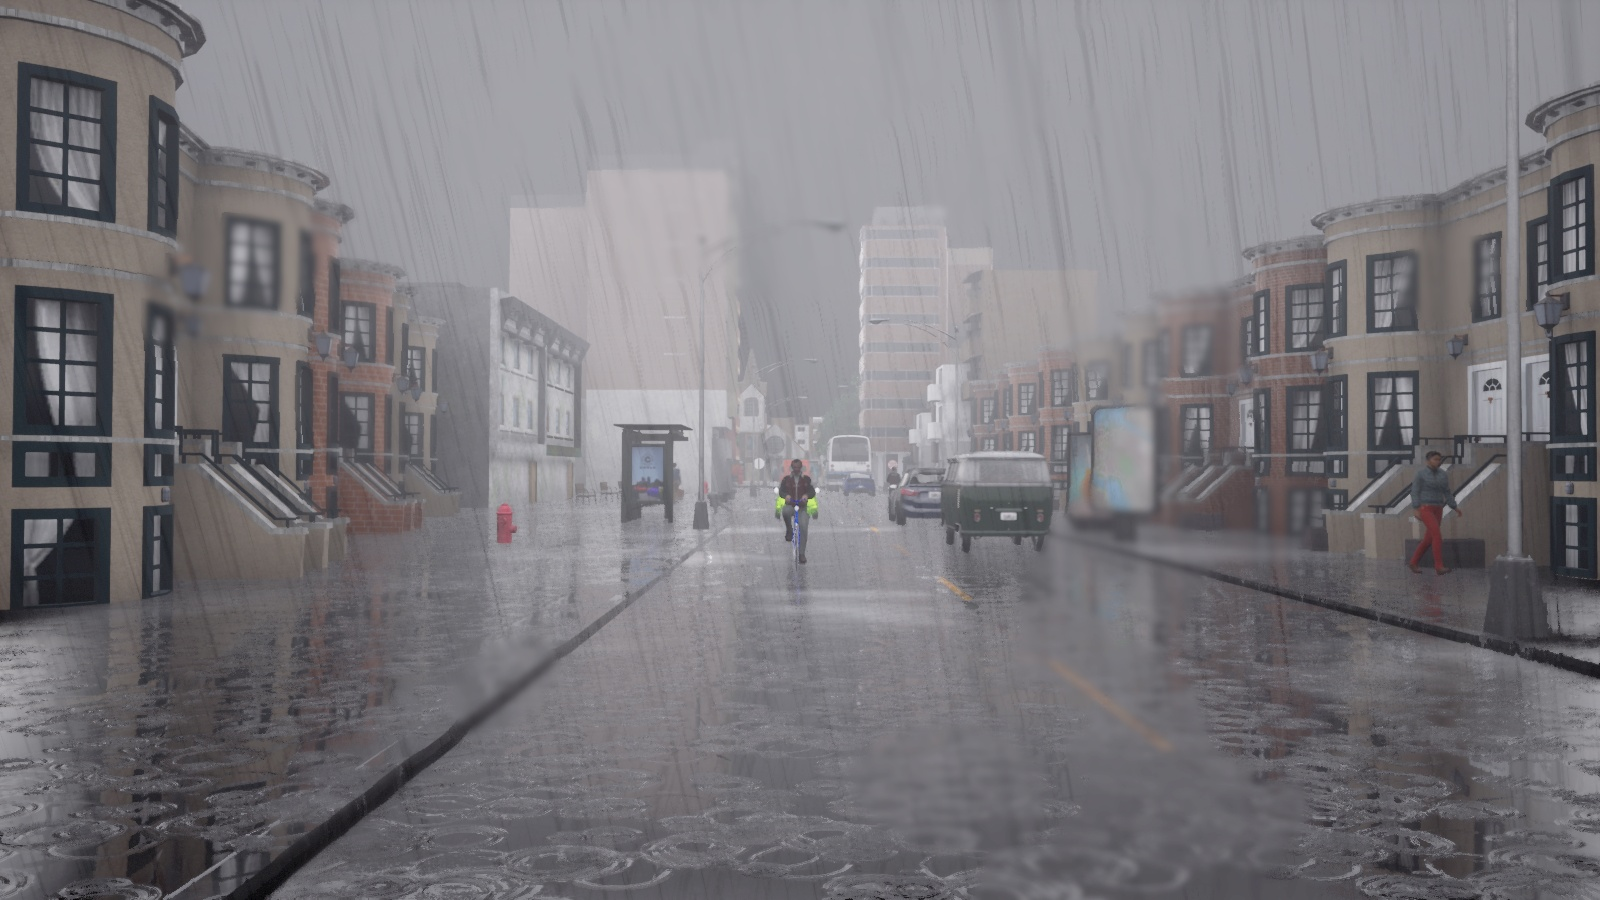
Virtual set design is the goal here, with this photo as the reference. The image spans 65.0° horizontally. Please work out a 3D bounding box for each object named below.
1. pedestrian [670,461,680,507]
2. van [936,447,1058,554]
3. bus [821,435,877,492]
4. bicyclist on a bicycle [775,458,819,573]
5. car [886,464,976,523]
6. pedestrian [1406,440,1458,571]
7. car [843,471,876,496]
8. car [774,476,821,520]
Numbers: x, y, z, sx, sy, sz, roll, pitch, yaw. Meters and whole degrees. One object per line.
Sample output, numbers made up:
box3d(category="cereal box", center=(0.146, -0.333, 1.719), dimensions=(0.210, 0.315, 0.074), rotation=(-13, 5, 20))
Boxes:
box3d(category="pedestrian", center=(-5.375, 1.449, 53.946), dimensions=(0.423, 1.949, 0.788), rotation=(0, -1, -4))
box3d(category="van", center=(3.940, 0.984, 25.798), dimensions=(1.775, 1.987, 4.442), rotation=(0, -1, 0))
box3d(category="bus", center=(3.705, 1.074, 98.564), dimensions=(3.944, 4.253, 10.273), rotation=(0, -1, 0))
box3d(category="bicyclist on a bicycle", center=(-0.047, 1.025, 20.274), dimensions=(0.659, 1.776, 1.843), rotation=(0, -1, 0))
box3d(category="car", center=(3.912, 1.286, 38.352), dimensions=(2.242, 1.667, 4.611), rotation=(0, -1, 0))
box3d(category="pedestrian", center=(9.050, 0.790, 18.000), dimensions=(0.353, 1.847, 0.614), rotation=(0, -1, -8))
box3d(category="car", center=(3.782, 2.126, 80.522), dimensions=(1.882, 1.535, 5.008), rotation=(0, -1, 0))
box3d(category="car", center=(-0.093, 1.555, 40.935), dimensions=(1.481, 1.376, 2.207), rotation=(0, -1, 0))
